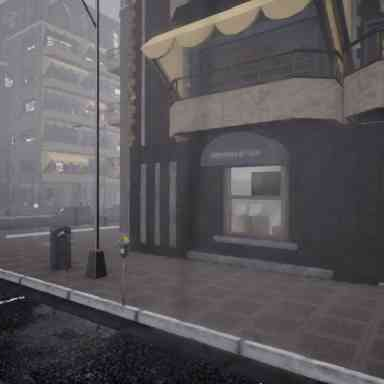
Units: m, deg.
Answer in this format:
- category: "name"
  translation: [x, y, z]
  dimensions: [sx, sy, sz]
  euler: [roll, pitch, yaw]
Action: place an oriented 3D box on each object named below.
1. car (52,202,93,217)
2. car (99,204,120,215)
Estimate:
- category: "car"
  translation: [-12.685, 1.821, 35.240]
  dimensions: [1.967, 1.590, 4.097]
  euler: [-1, -1, 35]
- category: "car"
  translation: [-9.403, 2.063, 39.864]
  dimensions: [1.802, 1.307, 4.206]
  euler: [-1, -1, 35]
